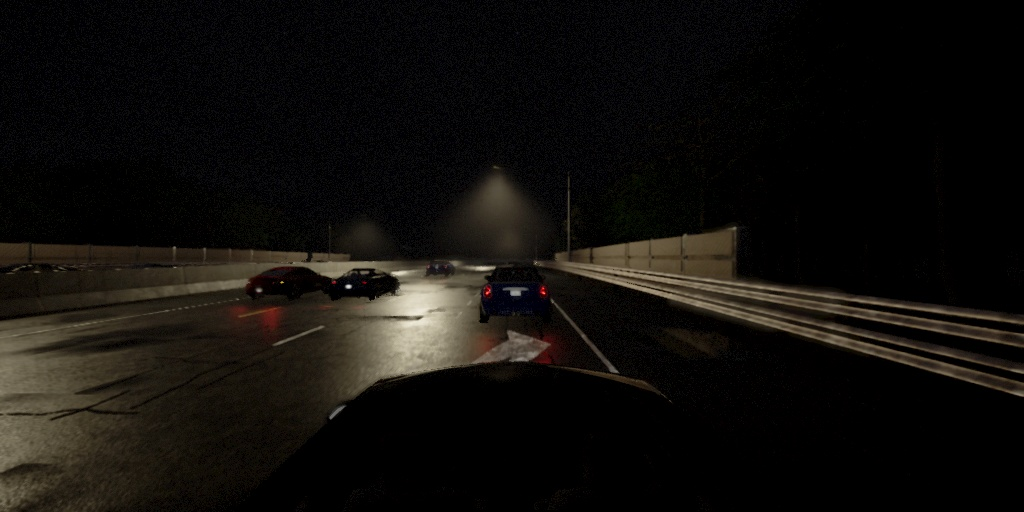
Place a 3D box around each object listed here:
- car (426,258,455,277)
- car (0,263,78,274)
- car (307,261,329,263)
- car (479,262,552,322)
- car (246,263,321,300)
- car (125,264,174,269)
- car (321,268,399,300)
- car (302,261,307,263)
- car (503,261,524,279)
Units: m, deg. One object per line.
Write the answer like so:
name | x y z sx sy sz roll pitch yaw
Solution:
car | -6.886 1.092 34.992 2.097 1.767 4.553 0 0 0
car | -28.089 1.194 20.468 1.837 1.490 4.892 0 0 0
car | -28.030 1.412 51.820 1.837 1.490 4.892 0 0 1
car | 0.105 1.053 12.169 2.097 1.767 4.553 0 0 0
car | -10.380 1.217 17.043 1.812 1.442 4.674 0 0 0
car | -21.090 1.216 20.624 1.812 1.442 4.674 0 0 0
car | -6.893 1.255 17.136 1.994 1.385 4.181 0 0 0
car | -24.573 1.365 38.415 1.895 1.301 4.718 0 0 0
car | 0.127 1.255 33.377 1.812 1.442 4.674 0 0 0
